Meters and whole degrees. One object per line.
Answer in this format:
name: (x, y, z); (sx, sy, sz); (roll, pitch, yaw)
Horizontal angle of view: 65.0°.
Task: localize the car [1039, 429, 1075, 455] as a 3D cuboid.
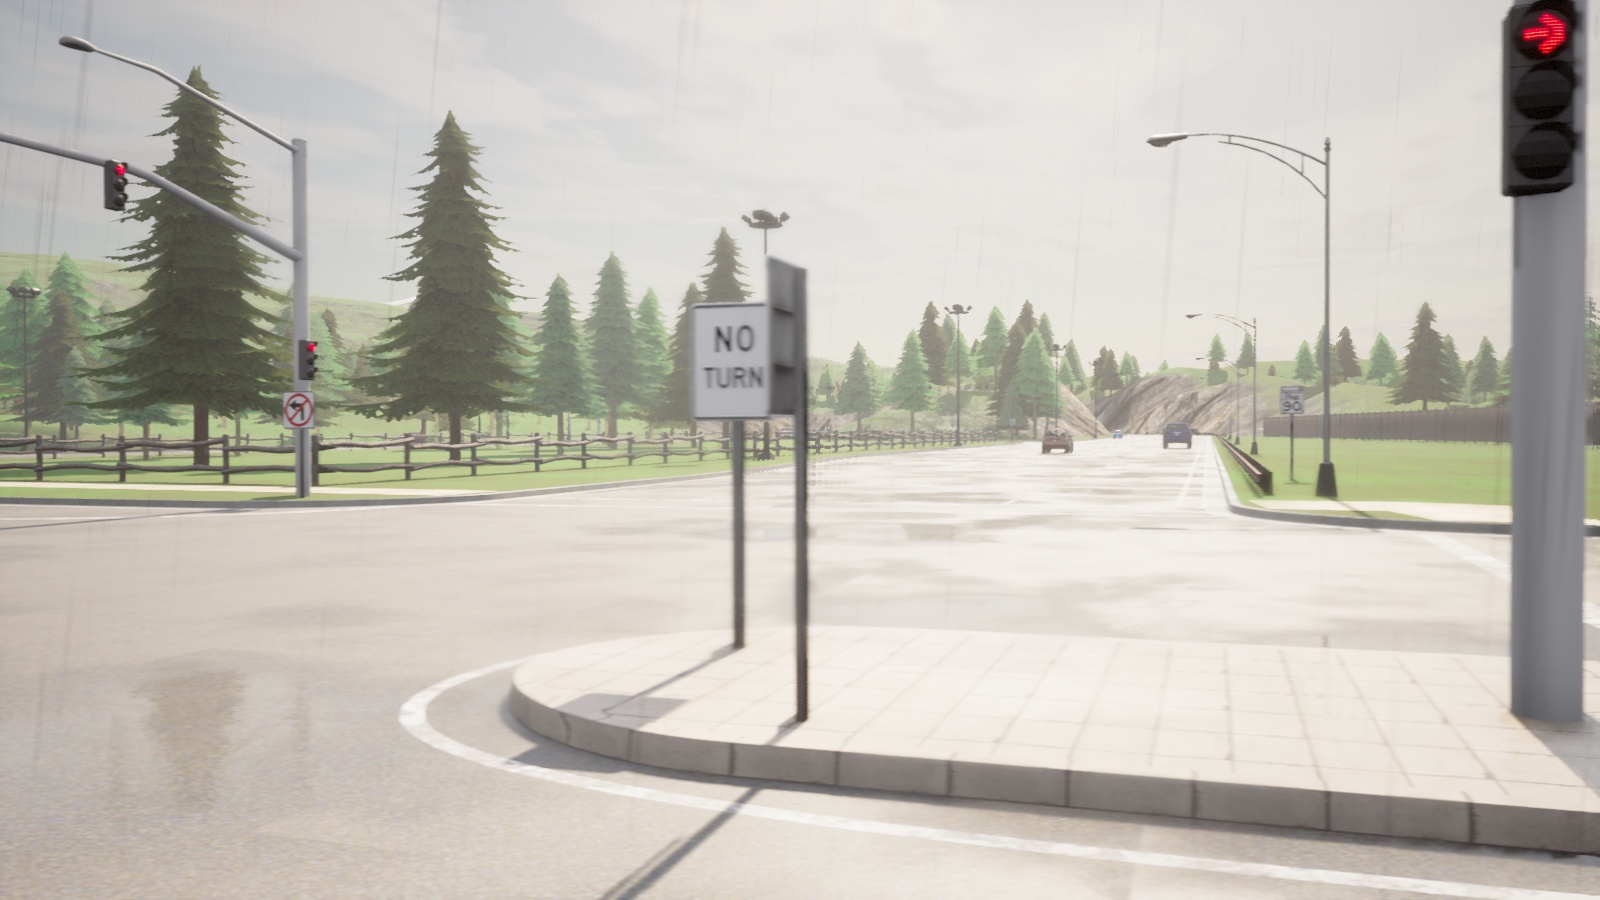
car: (16.831, -0.525, 82.005); (1.851, 1.617, 3.988); (1, 1, 18)
